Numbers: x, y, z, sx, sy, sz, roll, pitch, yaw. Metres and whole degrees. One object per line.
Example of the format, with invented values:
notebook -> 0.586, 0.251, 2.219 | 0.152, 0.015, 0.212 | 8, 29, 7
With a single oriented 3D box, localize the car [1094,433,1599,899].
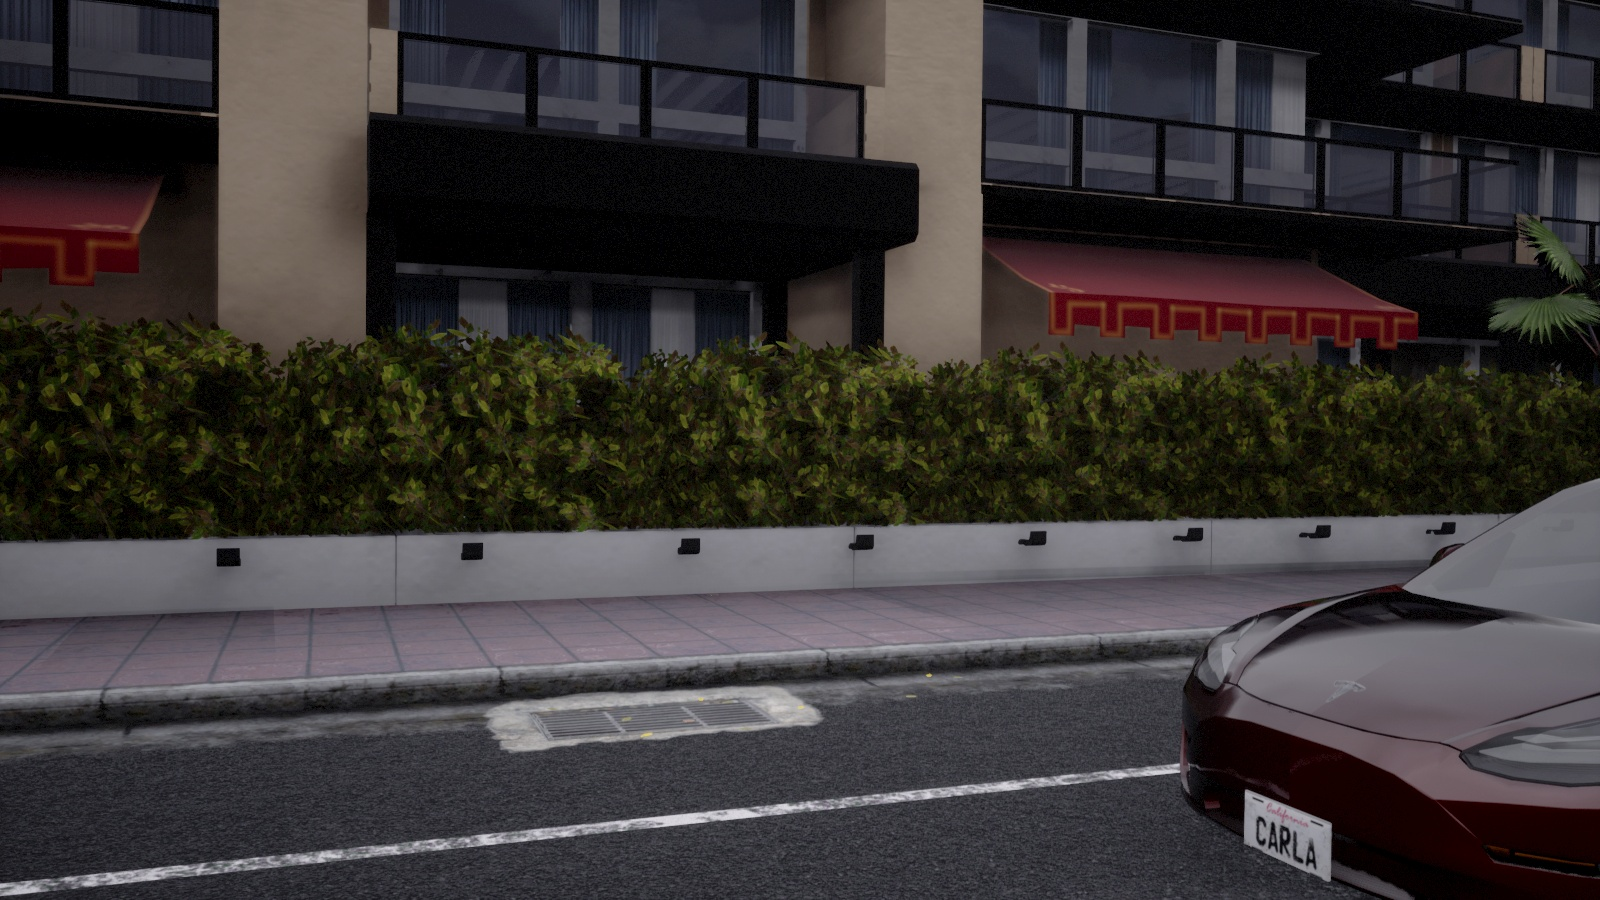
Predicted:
car -> 3.760, 0.682, 4.671 | 4.792, 1.488, 2.163 | -1, 1, -21
